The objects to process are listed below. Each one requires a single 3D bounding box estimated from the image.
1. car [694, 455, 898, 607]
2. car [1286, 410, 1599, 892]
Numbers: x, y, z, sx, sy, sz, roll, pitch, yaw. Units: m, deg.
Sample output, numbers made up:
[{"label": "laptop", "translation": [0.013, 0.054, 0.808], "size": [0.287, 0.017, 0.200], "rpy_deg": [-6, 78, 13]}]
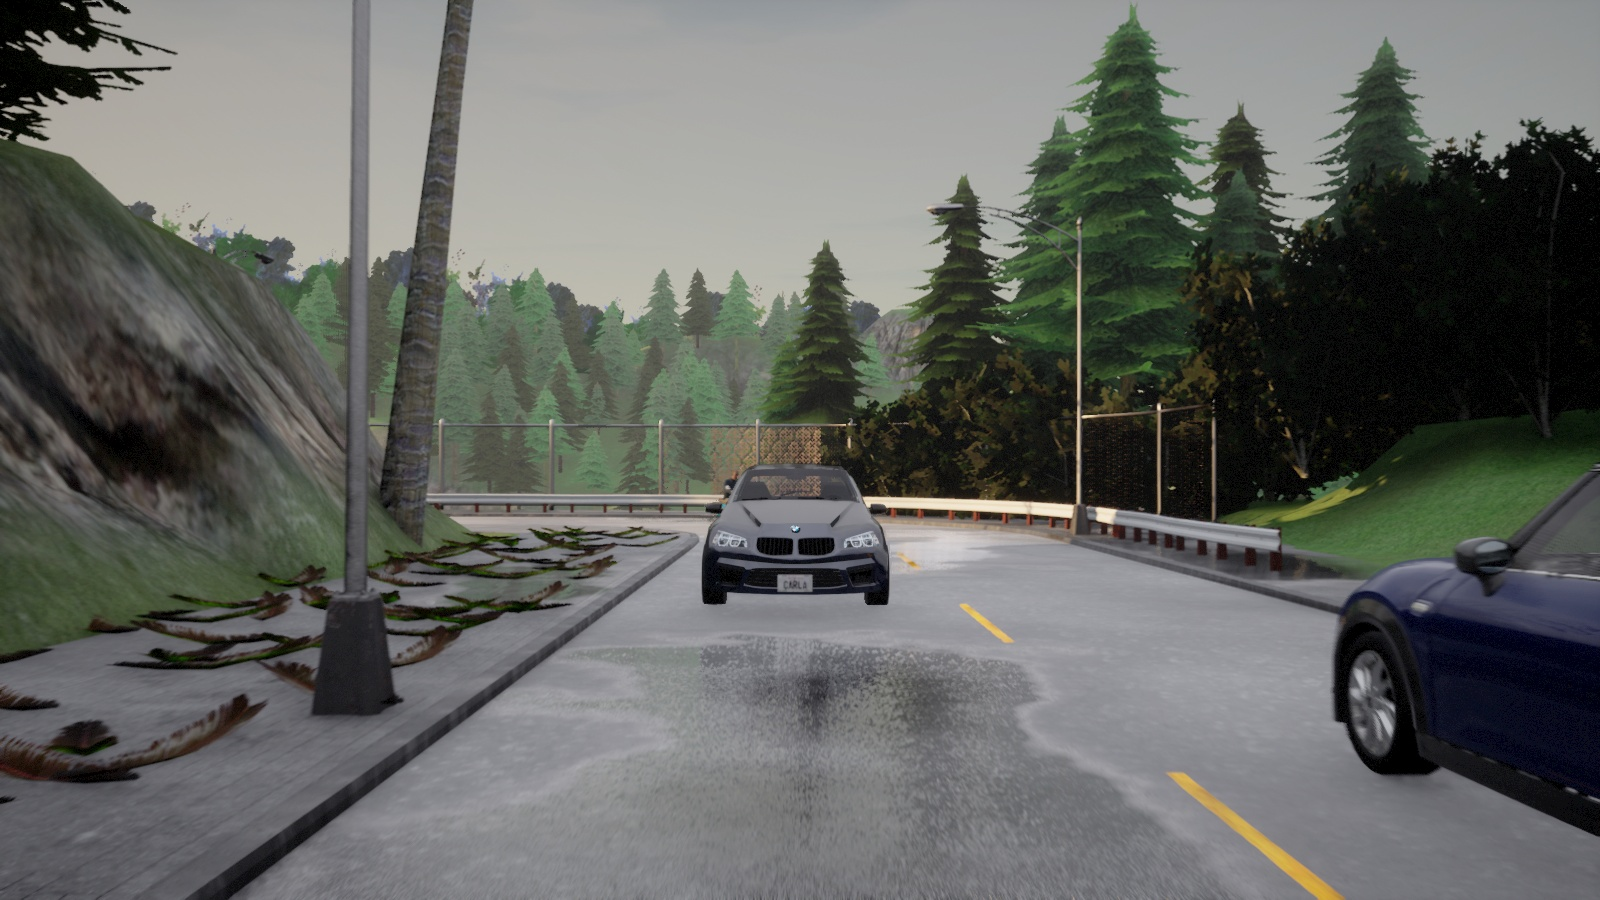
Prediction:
[{"label": "car", "translation": [-0.042, 0.930, 16.151], "size": [2.242, 1.667, 4.611], "rpy_deg": [0, -1, 0]}, {"label": "car", "translation": [3.983, 0.746, 5.276], "size": [2.097, 1.767, 4.553], "rpy_deg": [0, -1, 0]}]
